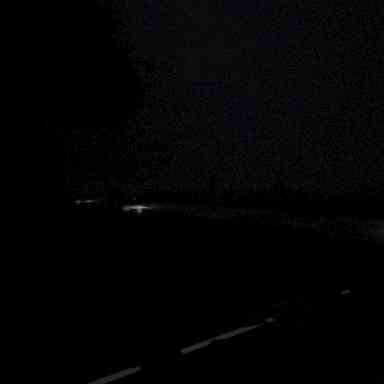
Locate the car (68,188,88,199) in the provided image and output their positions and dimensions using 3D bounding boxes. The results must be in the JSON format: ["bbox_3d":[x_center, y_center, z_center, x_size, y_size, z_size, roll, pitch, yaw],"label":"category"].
[{"bbox_3d":[-17.500,0.174,50.885,1.882,1.535,5.008,-3,2,-36],"label":"car"}]

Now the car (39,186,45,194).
[{"bbox_3d":[-39.420,-0.432,85.567,2.150,2.045,5.566,-3,2,-36],"label":"car"}]

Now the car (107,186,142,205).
[{"bbox_3d":[-7.699,0.338,37.295,2.150,2.045,5.566,-3,2,-36],"label":"car"}]
